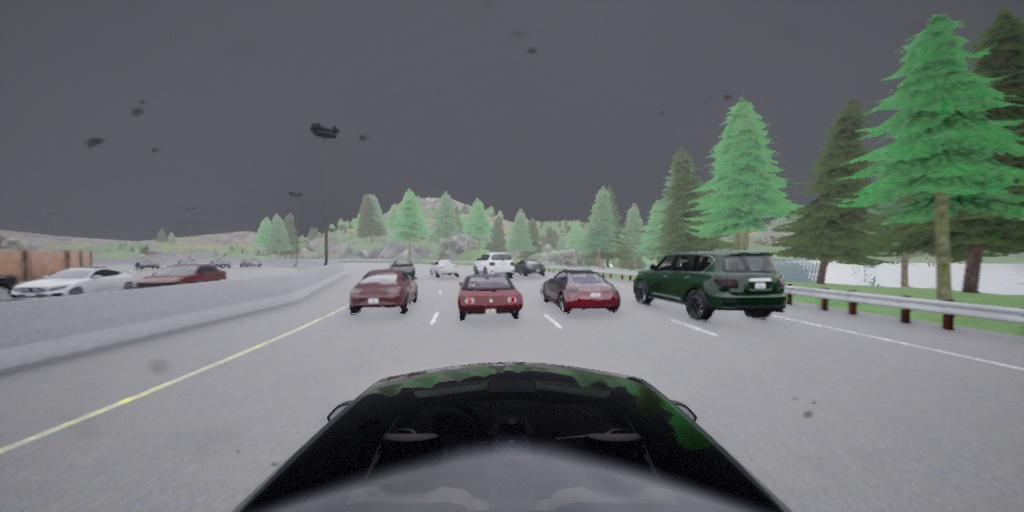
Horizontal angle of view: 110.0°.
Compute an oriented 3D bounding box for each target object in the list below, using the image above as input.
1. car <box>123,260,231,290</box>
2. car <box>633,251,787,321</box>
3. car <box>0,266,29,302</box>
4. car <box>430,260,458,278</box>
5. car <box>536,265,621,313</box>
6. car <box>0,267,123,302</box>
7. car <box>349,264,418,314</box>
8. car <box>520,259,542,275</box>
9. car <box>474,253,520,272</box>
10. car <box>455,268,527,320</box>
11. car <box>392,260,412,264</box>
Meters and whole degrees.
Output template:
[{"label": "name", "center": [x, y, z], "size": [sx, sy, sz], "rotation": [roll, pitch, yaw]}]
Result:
[{"label": "car", "center": [-16.529, 1.172, 18.215], "size": [1.882, 1.535, 5.008], "rotation": [0, 0, -16]}, {"label": "car", "center": [6.182, 0.849, 12.059], "size": [2.150, 2.045, 5.566], "rotation": [0, 0, -7]}, {"label": "car", "center": [-22.651, 1.242, 13.880], "size": [1.882, 1.535, 5.008], "rotation": [0, 0, -13]}, {"label": "car", "center": [-5.883, 1.053, 30.993], "size": [1.812, 1.442, 4.674], "rotation": [0, 0, -21]}, {"label": "car", "center": [2.415, 1.199, 13.470], "size": [1.994, 1.385, 4.181], "rotation": [0, 1, -8]}, {"label": "car", "center": [-19.686, 1.252, 16.480], "size": [1.812, 1.442, 4.674], "rotation": [0, 0, -14]}, {"label": "car", "center": [-4.607, 1.200, 13.289], "size": [1.812, 1.442, 4.674], "rotation": [0, 0, -9]}, {"label": "car", "center": [1.378, 1.009, 31.572], "size": [1.812, 1.442, 4.674], "rotation": [0, 0, -19]}, {"label": "car", "center": [-1.538, 0.739, 29.472], "size": [2.150, 2.045, 5.566], "rotation": [0, 1, -19]}, {"label": "car", "center": [-0.887, 1.263, 12.342], "size": [1.895, 1.301, 4.718], "rotation": [0, 0, -8]}, {"label": "car", "center": [-9.140, 1.047, 29.729], "size": [2.128, 1.511, 4.902], "rotation": [0, 1, -21]}]
